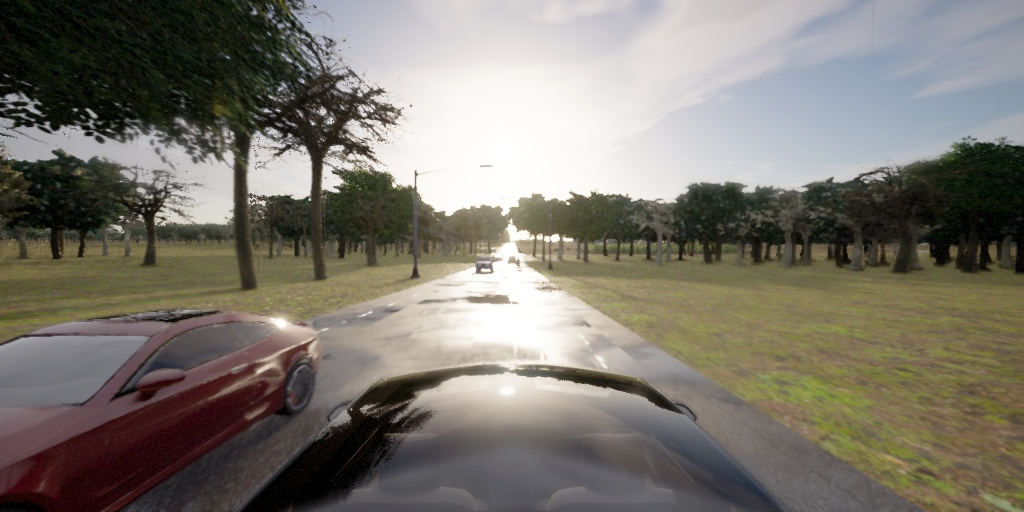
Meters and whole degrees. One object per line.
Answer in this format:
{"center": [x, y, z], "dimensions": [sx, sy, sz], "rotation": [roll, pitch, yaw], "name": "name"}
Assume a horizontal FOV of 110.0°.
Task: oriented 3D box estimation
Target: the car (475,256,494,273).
{"center": [-3.544, 1.084, 47.410], "dimensions": [2.150, 2.045, 5.566], "rotation": [0, 0, 0], "name": "car"}

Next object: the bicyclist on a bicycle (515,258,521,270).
{"center": [0.979, 1.203, 53.254], "dimensions": [0.659, 1.776, 1.843], "rotation": [0, 0, 0], "name": "bicyclist on a bicycle"}

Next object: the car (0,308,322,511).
{"center": [-3.598, 1.288, 3.313], "dimensions": [1.812, 1.442, 4.674], "rotation": [0, 0, 0], "name": "car"}
